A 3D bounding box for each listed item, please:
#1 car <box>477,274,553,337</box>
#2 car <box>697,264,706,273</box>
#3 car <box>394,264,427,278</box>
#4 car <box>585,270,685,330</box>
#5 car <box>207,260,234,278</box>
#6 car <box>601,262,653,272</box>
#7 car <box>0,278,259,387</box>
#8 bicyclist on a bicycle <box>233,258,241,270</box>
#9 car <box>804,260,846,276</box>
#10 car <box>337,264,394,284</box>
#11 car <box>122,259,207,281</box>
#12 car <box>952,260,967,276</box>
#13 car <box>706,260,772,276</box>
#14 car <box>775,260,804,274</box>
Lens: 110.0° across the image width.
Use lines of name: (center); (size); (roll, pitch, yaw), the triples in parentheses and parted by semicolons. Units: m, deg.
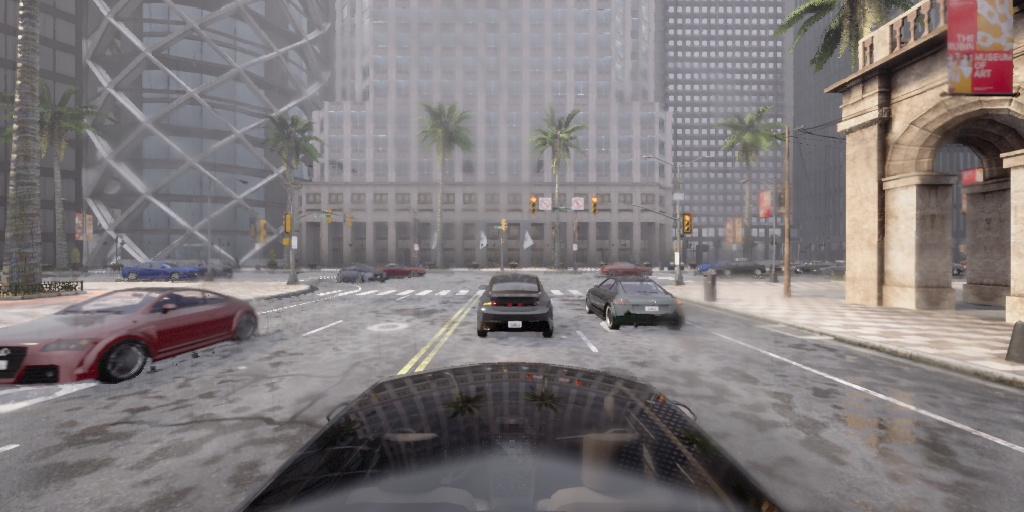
car: (0.080, 1.255, 10.293); (1.837, 1.490, 4.892); (0, 0, 0)
car: (23.457, 1.228, 40.264); (5.008, 1.535, 1.882); (0, 0, 0)
car: (-10.358, 1.351, 33.159); (4.718, 1.301, 1.895); (0, 0, 0)
car: (3.584, 1.314, 11.158); (1.994, 1.385, 4.181); (0, 0, 0)
car: (-28.246, 1.102, 32.714); (4.553, 1.767, 2.097); (0, 0, -7)
car: (10.537, 1.276, 33.096); (4.674, 1.442, 1.812); (0, 0, 0)
car: (-7.098, 1.314, 6.931); (1.994, 1.385, 4.181); (0, 0, 0)
bicyclist on a bicycle: (-35.735, 1.051, 46.614); (0.582, 1.620, 1.656); (0, 0, -12)
car: (33.063, 1.314, 36.733); (4.181, 1.385, 1.994); (0, 0, 0)
car: (-11.175, 1.314, 26.826); (4.181, 1.385, 1.994); (0, 0, 35)
car: (-28.522, 1.227, 29.279); (5.008, 1.535, 1.882); (0, 0, -7)
car: (43.029, 1.242, 36.683); (4.902, 1.511, 2.128); (0, 0, 0)
car: (23.195, 1.228, 36.765); (5.008, 1.535, 1.882); (0, 0, 0)
car: (33.030, 1.242, 40.231); (4.902, 1.511, 2.128); (0, 0, 0)
